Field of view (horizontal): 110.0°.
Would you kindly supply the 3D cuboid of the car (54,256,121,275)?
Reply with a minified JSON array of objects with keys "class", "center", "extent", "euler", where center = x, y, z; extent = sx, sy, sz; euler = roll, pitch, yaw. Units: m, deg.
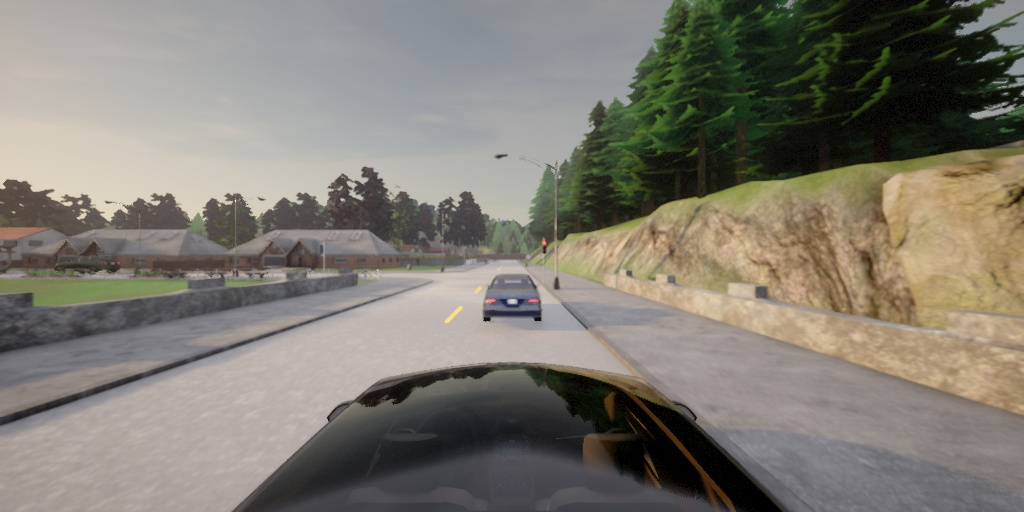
[{"class":"car","center":[-46.206,0.988,39.125],"extent":[5.566,2.045,2.150],"euler":[-1,0,1]}]

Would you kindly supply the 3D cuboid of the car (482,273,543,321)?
[{"class":"car","center":[0.024,1.305,12.370],"extent":[2.033,1.411,5.357],"euler":[0,0,0]}]

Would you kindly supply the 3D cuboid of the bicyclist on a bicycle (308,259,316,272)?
[{"class":"bicyclist on a bicycle","center":[-24.165,1.124,43.392],"extent":[0.582,1.620,1.656],"euler":[0,0,0]}]
